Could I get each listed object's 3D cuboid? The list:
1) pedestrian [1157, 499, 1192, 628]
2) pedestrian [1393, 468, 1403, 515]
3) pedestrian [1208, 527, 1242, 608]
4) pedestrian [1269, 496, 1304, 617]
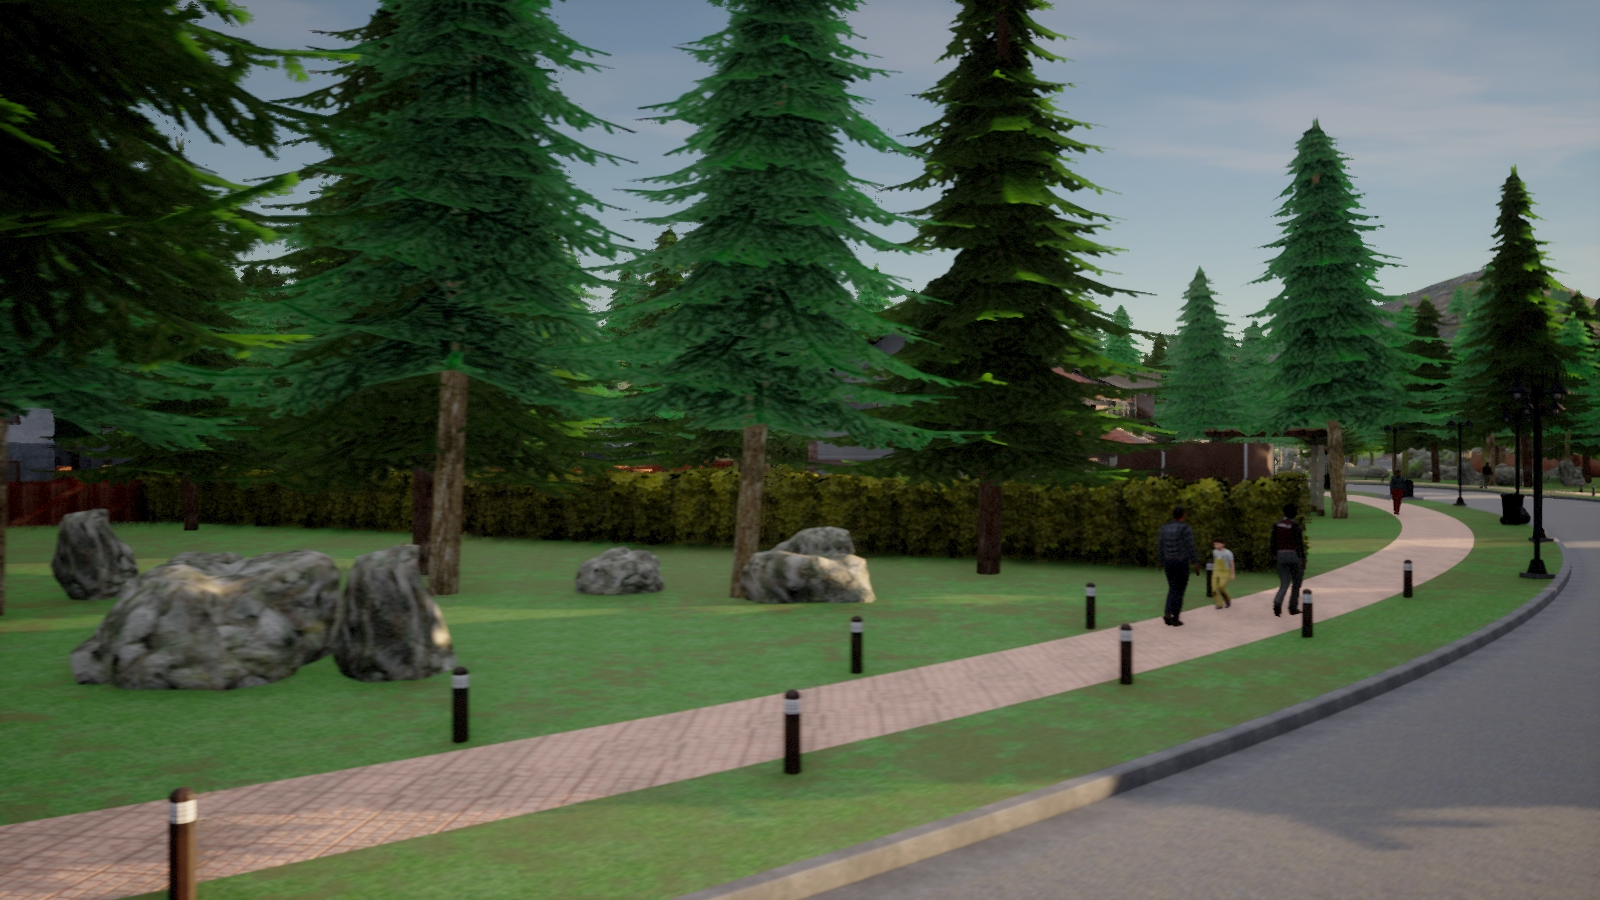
[{"bbox_3d":[5.549,1.664,16.927,0.375,1.860,0.375,0,0,-45],"label":"pedestrian"},{"bbox_3d":[24.064,1.665,45.979,0.375,1.860,0.375,0,0,27],"label":"pedestrian"},{"bbox_3d":[7.065,1.944,18.981,0.375,1.300,0.375,0,0,-34],"label":"pedestrian"},{"bbox_3d":[7.684,1.664,18.053,0.375,1.860,0.375,0,0,-39],"label":"pedestrian"}]
